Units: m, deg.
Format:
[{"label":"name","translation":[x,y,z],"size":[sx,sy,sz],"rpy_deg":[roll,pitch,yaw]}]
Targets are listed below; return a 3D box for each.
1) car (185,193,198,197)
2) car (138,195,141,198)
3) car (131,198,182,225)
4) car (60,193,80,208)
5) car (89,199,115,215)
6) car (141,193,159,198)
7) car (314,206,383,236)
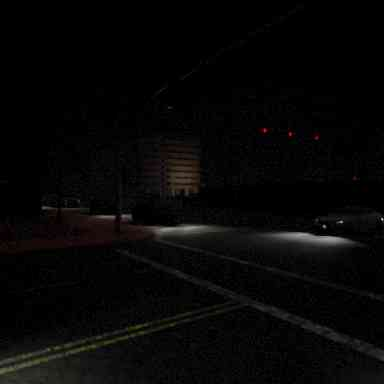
[{"label":"car","translation":[1.246,1.127,65.267],"size":[3.866,1.878,1.905],"rpy_deg":[0,0,-34]},{"label":"car","translation":[-11.359,1.124,83.926],"size":[4.605,1.855,1.932],"rpy_deg":[0,0,-34]},{"label":"car","translation":[-2.887,1.469,24.489],"size":[1.882,1.535,5.008],"rpy_deg":[0,0,-31]},{"label":"car","translation":[-17.717,1.212,47.781],"size":[2.150,2.045,5.566],"rpy_deg":[0,0,-32]},{"label":"car","translation":[-9.080,1.468,34.230],"size":[1.882,1.535,5.008],"rpy_deg":[0,0,-33]},{"label":"car","translation":[-9.782,1.127,81.498],"size":[3.866,1.878,1.905],"rpy_deg":[0,0,-34]},{"label":"car","translation":[8.793,1.512,18.433],"size":[4.674,1.442,1.812],"rpy_deg":[0,0,-33]}]
